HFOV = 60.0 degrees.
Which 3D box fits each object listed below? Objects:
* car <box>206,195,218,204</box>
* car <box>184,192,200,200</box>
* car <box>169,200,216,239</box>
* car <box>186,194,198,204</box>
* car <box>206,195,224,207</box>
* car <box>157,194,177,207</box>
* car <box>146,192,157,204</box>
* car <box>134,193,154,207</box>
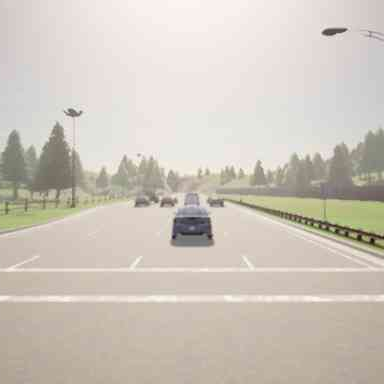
[{"bbox_3d":[3.509,1.259,57.846,1.812,1.442,4.674,0,0,0],"label":"car"},{"bbox_3d":[0.007,1.003,47.456,2.150,2.045,5.566,0,0,0],"label":"car"},{"bbox_3d":[0.003,1.400,16.819,1.882,1.535,5.008,0,0,0],"label":"car"},{"bbox_3d":[0.009,1.211,57.846,1.882,1.535,5.008,0,0,0],"label":"car"},{"bbox_3d":[3.507,1.273,47.426,2.128,1.511,4.902,0,0,0],"label":"car"},{"bbox_3d":[-3.493,1.287,47.427,1.837,1.490,4.892,0,0,0],"label":"car"},{"bbox_3d":[-6.991,0.956,57.876,2.150,2.045,5.566,0,0,0],"label":"car"},{"bbox_3d":[-6.993,1.287,47.428,1.837,1.490,4.892,0,0,0],"label":"car"}]
